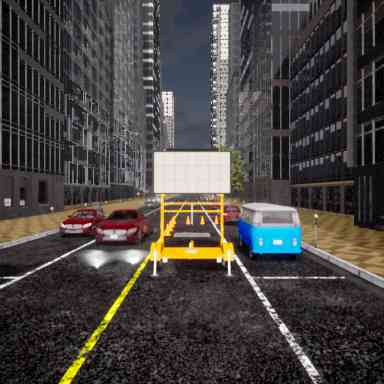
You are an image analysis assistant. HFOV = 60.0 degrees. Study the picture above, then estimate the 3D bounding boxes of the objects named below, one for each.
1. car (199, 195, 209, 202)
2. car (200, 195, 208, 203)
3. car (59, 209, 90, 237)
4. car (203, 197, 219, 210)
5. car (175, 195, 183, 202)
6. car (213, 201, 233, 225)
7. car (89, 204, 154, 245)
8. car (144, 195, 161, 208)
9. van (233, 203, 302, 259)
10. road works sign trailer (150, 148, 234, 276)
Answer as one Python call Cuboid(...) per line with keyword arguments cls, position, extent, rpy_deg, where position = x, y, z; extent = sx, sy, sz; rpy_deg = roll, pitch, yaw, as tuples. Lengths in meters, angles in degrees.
Cuboid(cls="car", position=(2.716, 1.384, 74.904), extent=(1.967, 1.590, 4.097), rpy_deg=(0, 0, 0))
Cuboid(cls="car", position=(2.708, 1.532, 52.134), extent=(2.008, 1.369, 4.403), rpy_deg=(0, 0, 0))
Cuboid(cls="car", position=(-5.685, 1.578, 17.985), extent=(1.802, 1.307, 4.206), rpy_deg=(0, 0, 0))
Cuboid(cls="car", position=(2.704, 1.572, 40.749), extent=(1.802, 1.307, 4.206), rpy_deg=(0, 0, 0))
Cuboid(cls="car", position=(-2.975, 1.488, 77.200), extent=(2.033, 1.411, 5.357), rpy_deg=(0, 0, 0))
Cuboid(cls="car", position=(2.698, 1.576, 23.671), extent=(1.802, 1.307, 4.206), rpy_deg=(0, 0, 0))
Cuboid(cls="car", position=(-3.095, 1.522, 15.542), extent=(1.812, 1.442, 4.674), rpy_deg=(0, 0, 0))
Cuboid(cls="car", position=(-5.675, 1.538, 46.448), extent=(2.008, 1.369, 4.403), rpy_deg=(0, 0, 0))
Cuboid(cls="van", position=(2.694, 1.338, 12.287), extent=(1.690, 1.788, 3.998), rpy_deg=(0, 0, 0))
Cuboid(cls="road works sign trailer", position=(0.003, 0.462, 10.307), extent=(2.380, 3.560, 2.880), rpy_deg=(0, 0, 0))
